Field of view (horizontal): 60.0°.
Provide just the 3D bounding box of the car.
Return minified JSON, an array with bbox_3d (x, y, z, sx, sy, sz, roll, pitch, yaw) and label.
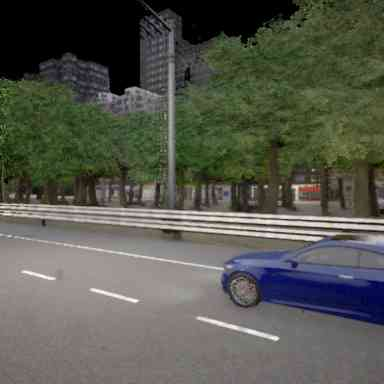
[{"bbox_3d":[2.756,1.534,6.202,4.674,1.442,1.812,0,0,35],"label":"car"}]
